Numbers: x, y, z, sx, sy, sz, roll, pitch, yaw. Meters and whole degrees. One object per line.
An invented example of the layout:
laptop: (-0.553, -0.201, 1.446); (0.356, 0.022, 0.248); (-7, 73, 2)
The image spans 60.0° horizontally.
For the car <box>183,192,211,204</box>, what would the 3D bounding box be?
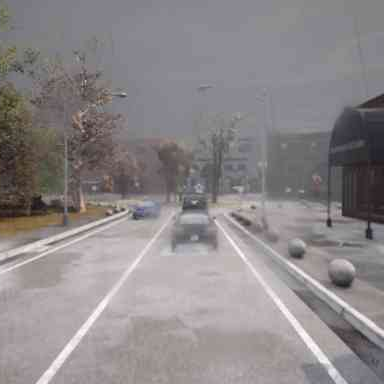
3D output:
car: (0.448, 1.018, 30.437); (2.150, 2.045, 5.566); (0, 1, 5)

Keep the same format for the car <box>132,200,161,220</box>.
car: (-3.522, 1.371, 26.630); (1.812, 1.442, 4.674); (0, 0, 0)

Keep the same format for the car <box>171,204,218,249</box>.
car: (0.096, 1.476, 14.187); (1.812, 1.442, 4.674); (0, 0, 0)
